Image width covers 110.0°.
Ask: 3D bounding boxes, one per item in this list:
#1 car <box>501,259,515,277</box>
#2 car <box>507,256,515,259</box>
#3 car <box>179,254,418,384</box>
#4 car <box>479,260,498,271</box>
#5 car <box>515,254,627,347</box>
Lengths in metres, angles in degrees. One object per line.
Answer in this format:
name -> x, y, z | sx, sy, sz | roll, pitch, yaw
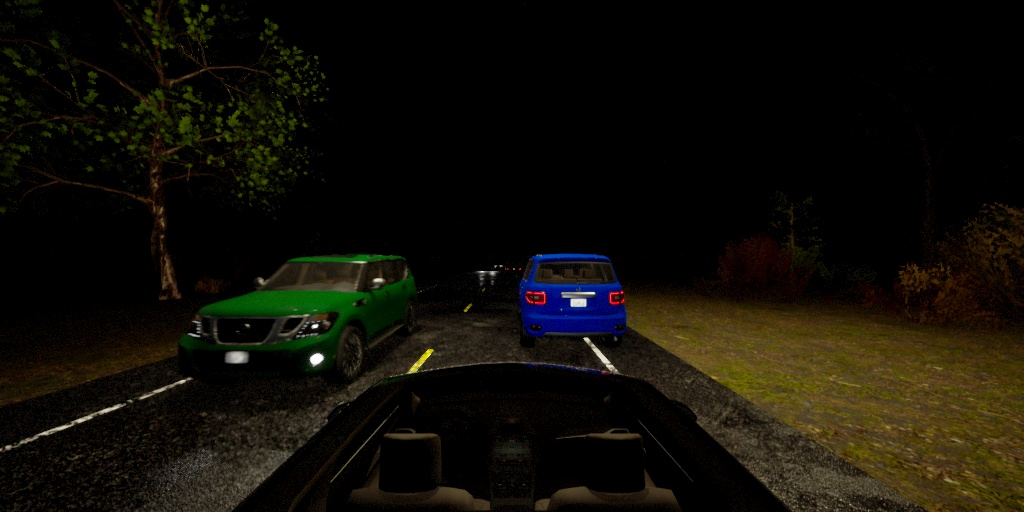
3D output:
car -> 0.224, 1.340, 38.291 | 2.033, 1.411, 5.357 | 0, 0, 1
car -> 0.237, 1.056, 51.410 | 2.150, 2.045, 5.566 | 0, 0, 1
car -> -3.573, 0.972, 7.430 | 2.150, 2.045, 5.566 | 0, 0, 0
car -> -3.402, 1.336, 50.434 | 1.837, 1.490, 4.892 | 0, 0, 0
car -> 1.261, 0.975, 9.423 | 2.150, 2.045, 5.566 | 0, 0, 0
